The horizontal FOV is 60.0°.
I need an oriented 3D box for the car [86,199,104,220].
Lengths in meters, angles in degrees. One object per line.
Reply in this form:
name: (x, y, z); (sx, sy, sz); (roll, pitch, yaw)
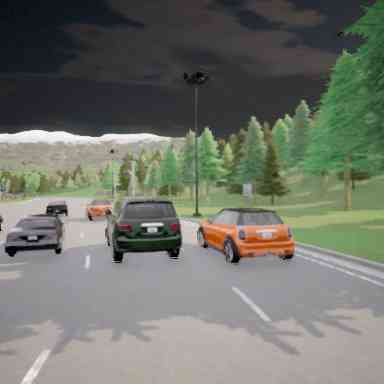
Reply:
car: (-8.048, 1.404, 28.981); (2.097, 1.767, 4.553); (-1, 0, -20)

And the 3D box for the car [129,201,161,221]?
car: (-4.112, 1.541, 28.440); (1.812, 1.442, 4.674); (-1, 0, -20)

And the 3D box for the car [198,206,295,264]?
car: (1.718, 1.326, 12.027); (2.097, 1.767, 4.553); (-1, 0, -15)

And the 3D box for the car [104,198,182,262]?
car: (-1.970, 1.229, 12.458); (2.150, 2.045, 5.566); (0, 0, -17)

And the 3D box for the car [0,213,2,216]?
car: (-11.380, 1.570, 17.644); (1.882, 1.535, 5.008); (-1, 0, -19)

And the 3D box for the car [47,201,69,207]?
car: (-13.052, 1.574, 32.404); (1.882, 1.535, 5.008); (-1, 0, -20)

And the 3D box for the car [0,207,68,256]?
car: (-6.181, 1.594, 13.574); (2.033, 1.411, 5.357); (-1, 0, -19)
